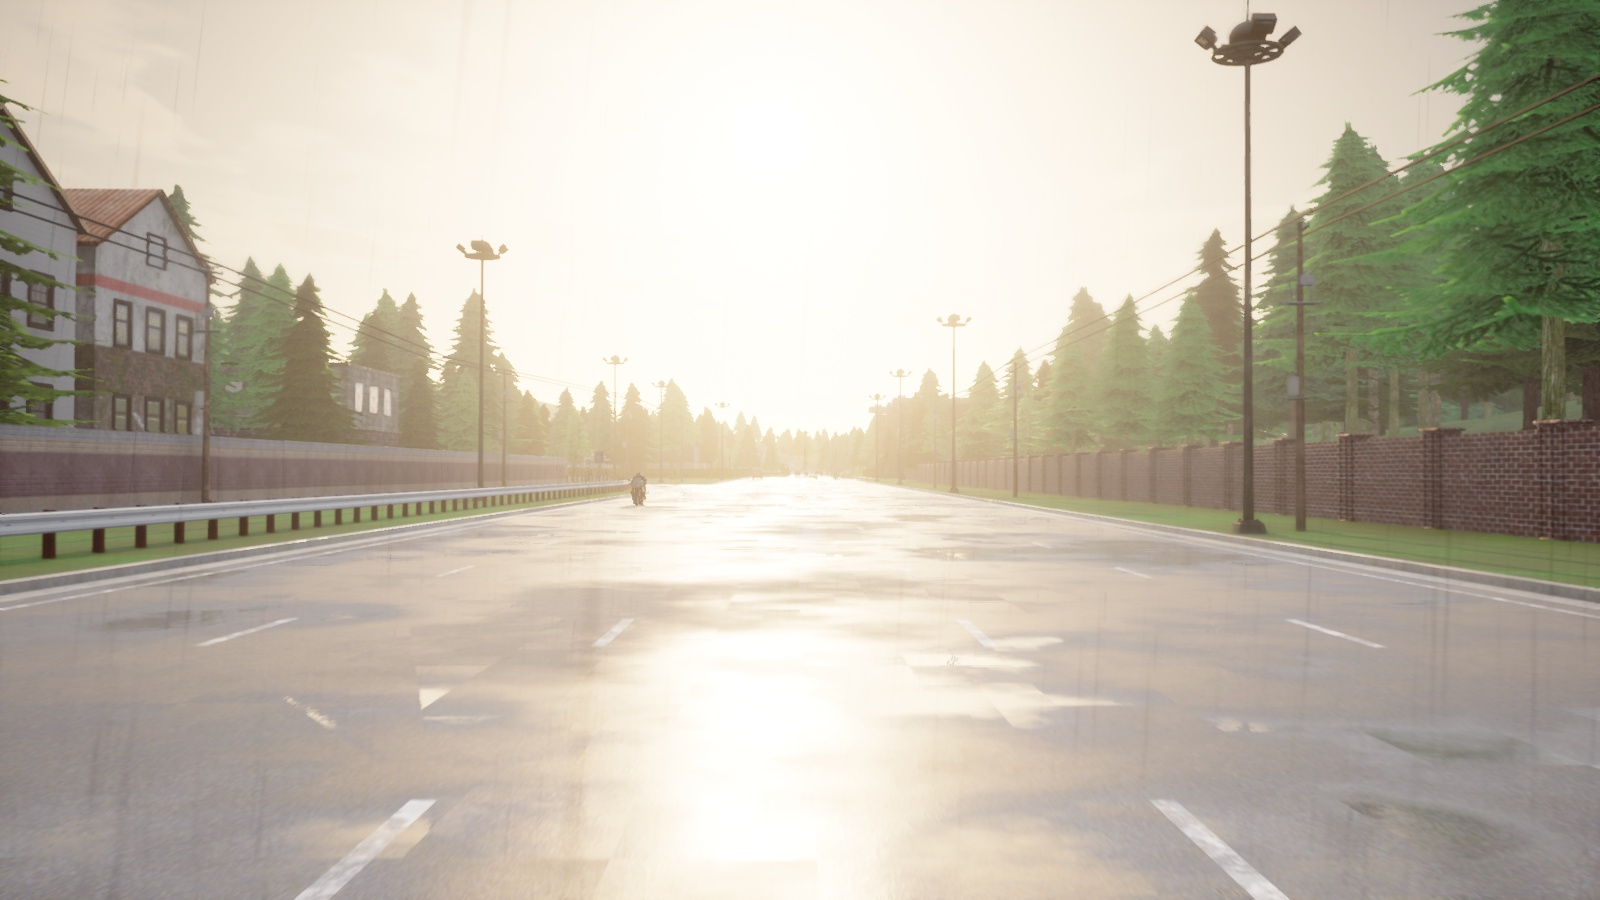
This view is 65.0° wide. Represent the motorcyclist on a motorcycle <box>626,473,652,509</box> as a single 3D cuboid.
[{"bbox_3d":[-7.134,1.810,55.681,0.866,1.530,2.191,0,-1,0],"label":"motorcyclist on a motorcycle"}]
